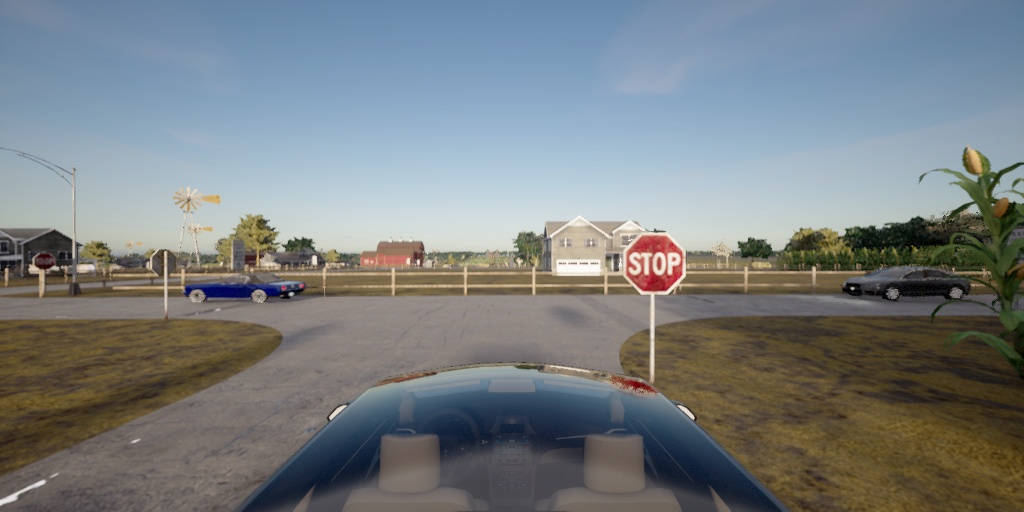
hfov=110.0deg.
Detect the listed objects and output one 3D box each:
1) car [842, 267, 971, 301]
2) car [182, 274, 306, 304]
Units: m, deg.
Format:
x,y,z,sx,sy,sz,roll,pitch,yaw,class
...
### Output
x,y,z,sx,sy,sz,roll,pitch,yaw,class
18.570,1.289,17.009,4.892,1.490,1.837,0,0,0,car
-12.448,1.484,16.759,4.718,1.301,1.895,0,0,3,car
